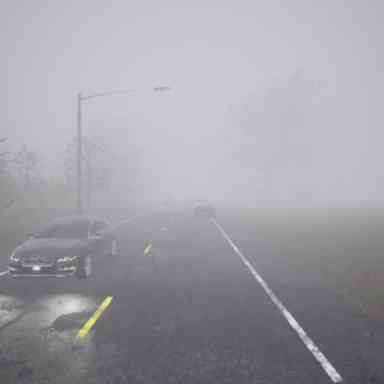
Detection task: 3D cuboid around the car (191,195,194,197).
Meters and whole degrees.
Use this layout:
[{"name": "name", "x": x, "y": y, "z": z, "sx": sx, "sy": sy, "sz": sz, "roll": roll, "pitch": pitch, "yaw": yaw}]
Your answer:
[{"name": "car", "x": 1.043, "y": 1.508, "z": 38.784, "sx": 1.801, "sy": 1.575, "sz": 5.366, "roll": 0, "pitch": 0, "yaw": 0}]

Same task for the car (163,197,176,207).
[{"name": "car", "x": -3.570, "y": 1.567, "z": 53.420, "sx": 1.837, "sy": 1.490, "sz": 4.892, "roll": 0, "pitch": 0, "yaw": 0}]

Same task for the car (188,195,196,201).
[{"name": "car", "x": -0.015, "y": 1.472, "z": 79.967, "sx": 1.994, "sy": 1.385, "sz": 4.181, "roll": 0, "pitch": 0, "yaw": 0}]

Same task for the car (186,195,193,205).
[{"name": "car", "x": -0.012, "y": 1.540, "z": 62.051, "sx": 1.882, "sy": 1.535, "sz": 5.008, "roll": 0, "pitch": 0, "yaw": 0}]

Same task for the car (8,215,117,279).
[{"name": "car", "x": -3.601, "y": 1.525, "z": 10.131, "sx": 1.837, "sy": 1.490, "sz": 4.892, "roll": 0, "pitch": 0, "yaw": 0}]

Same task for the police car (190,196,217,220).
[{"name": "police car", "x": 1.044, "y": 1.469, "z": 28.703, "sx": 1.930, "sy": 1.638, "sz": 5.238, "roll": 0, "pitch": 0, "yaw": 0}]
